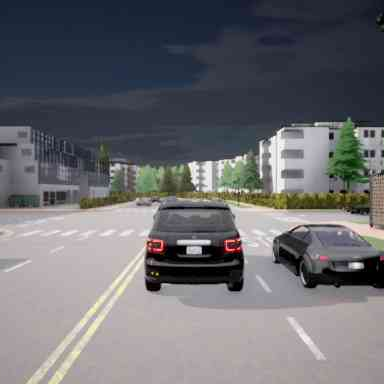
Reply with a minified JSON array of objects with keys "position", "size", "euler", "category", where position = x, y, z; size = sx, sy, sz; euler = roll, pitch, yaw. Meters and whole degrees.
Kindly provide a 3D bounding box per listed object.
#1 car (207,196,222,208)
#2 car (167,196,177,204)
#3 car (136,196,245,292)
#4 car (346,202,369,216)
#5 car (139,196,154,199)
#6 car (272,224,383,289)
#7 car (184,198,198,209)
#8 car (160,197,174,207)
[{"position":[3.357,1.472,49.848],"size":[1.882,1.535,5.008],"euler":[0,0,-1],"category":"car"},{"position":[-3.945,1.497,66.890],"size":[1.837,1.490,4.892],"euler":[0,0,0],"category":"car"},{"position":[0.061,1.221,9.103],"size":[2.150,2.045,5.566],"euler":[0,0,0],"category":"car"},{"position":[17.139,1.581,31.335],"size":[4.718,1.301,1.895],"euler":[0,0,0],"category":"car"},{"position":[-7.337,1.595,50.493],"size":[1.895,1.301,4.718],"euler":[0,0,0],"category":"car"},{"position":[3.564,1.563,9.201],"size":[1.994,1.385,4.181],"euler":[0,0,0],"category":"car"},{"position":[-0.111,1.596,46.726],"size":[1.895,1.301,4.718],"euler":[0,0,-1],"category":"car"},{"position":[-3.845,1.499,51.317],"size":[1.837,1.490,4.892],"euler":[0,0,0],"category":"car"}]
